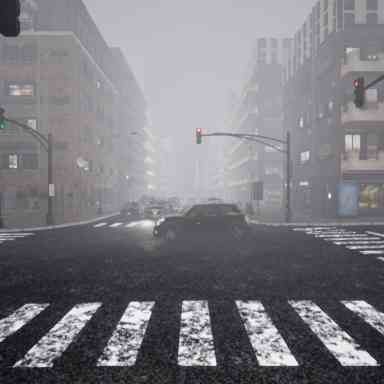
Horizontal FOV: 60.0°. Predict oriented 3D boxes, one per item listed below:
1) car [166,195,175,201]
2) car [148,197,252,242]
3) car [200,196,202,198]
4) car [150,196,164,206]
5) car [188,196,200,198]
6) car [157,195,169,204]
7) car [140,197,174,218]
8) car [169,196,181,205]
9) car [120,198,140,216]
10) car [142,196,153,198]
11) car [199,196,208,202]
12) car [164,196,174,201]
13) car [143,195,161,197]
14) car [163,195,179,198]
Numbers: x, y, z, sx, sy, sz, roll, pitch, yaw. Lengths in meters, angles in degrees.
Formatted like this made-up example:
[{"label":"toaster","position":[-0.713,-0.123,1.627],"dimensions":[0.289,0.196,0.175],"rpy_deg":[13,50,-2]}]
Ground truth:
[{"label":"car","position":[-5.742,1.595,88.994],"dimensions":[2.008,1.369,4.403],"rpy_deg":[0,0,0]},{"label":"car","position":[0.450,1.313,15.795],"dimensions":[4.553,1.767,2.097],"rpy_deg":[-1,0,-1]},{"label":"car","position":[2.659,1.599,54.907],"dimensions":[1.802,1.307,4.206],"rpy_deg":[0,0,0]},{"label":"car","position":[-5.721,1.457,54.900],"dimensions":[1.967,1.590,4.097],"rpy_deg":[0,0,0]},{"label":"car","position":[0.003,1.539,70.587],"dimensions":[2.128,1.511,4.902],"rpy_deg":[0,0,0]},{"label":"car","position":[-5.728,1.465,66.265],"dimensions":[1.967,1.590,4.097],"rpy_deg":[0,0,0]},{"label":"car","position":[-3.108,1.498,30.602],"dimensions":[2.128,1.511,4.902],"rpy_deg":[0,0,1]},{"label":"car","position":[-3.080,1.498,59.889],"dimensions":[1.882,1.535,5.008],"rpy_deg":[0,0,0]},{"label":"car","position":[-5.708,1.572,32.170],"dimensions":[1.947,1.339,4.313],"rpy_deg":[0,0,0]},{"label":"car","position":[-5.711,1.534,37.683],"dimensions":[1.752,1.417,4.829],"rpy_deg":[0,0,0]},{"label":"car","position":[2.645,1.585,77.636],"dimensions":[2.008,1.369,4.403],"rpy_deg":[0,0,0]},{"label":"car","position":[-5.739,1.590,83.311],"dimensions":[2.008,1.369,4.403],"rpy_deg":[0,0,0]},{"label":"car","position":[-5.715,1.326,43.535],"dimensions":[2.192,1.841,5.009],"rpy_deg":[0,0,0]},{"label":"car","position":[-3.117,1.578,49.879],"dimensions":[1.994,1.385,4.181],"rpy_deg":[0,0,0]}]
